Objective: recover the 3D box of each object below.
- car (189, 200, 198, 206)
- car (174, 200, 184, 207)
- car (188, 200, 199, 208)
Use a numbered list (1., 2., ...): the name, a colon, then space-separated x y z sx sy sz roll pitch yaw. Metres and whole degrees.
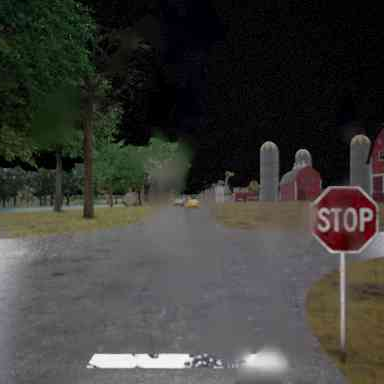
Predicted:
1. car: 0.248 2.282 71.004 1.895 1.301 4.718 0 -1 0
2. car: -2.522 2.212 65.151 1.882 1.535 5.008 0 -1 0
3. car: 0.211 2.122 60.555 1.882 1.535 5.008 0 -1 0
